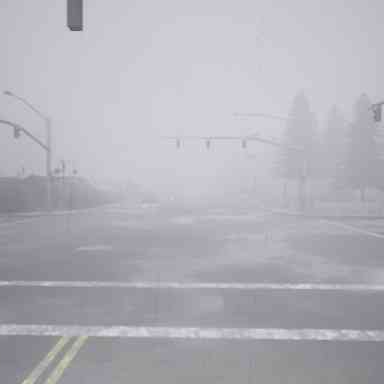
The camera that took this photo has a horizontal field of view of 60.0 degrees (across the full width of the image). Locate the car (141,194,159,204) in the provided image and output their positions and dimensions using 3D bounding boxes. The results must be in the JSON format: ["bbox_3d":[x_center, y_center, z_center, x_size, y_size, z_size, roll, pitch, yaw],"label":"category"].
[{"bbox_3d":[-5.730,0.978,45.853,1.994,1.385,4.181,0,1,1],"label":"car"}]

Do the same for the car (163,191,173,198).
[{"bbox_3d":[-5.074,0.545,71.521,1.812,1.442,4.674,0,1,1],"label":"car"}]
